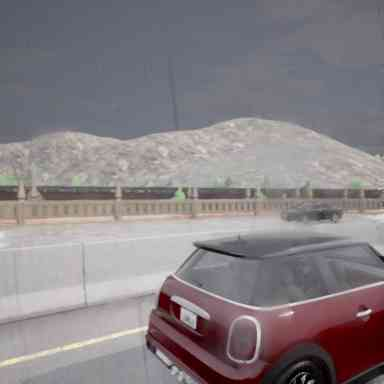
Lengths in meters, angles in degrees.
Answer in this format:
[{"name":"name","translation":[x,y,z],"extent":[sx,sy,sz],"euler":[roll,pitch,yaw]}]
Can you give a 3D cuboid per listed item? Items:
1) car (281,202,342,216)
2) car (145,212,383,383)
[{"name":"car","translation":[8.800,1.492,24.444],"extent":[4.892,1.490,1.837],"euler":[0,0,-23]},{"name":"car","translation":[1.736,1.348,4.666],"extent":[4.553,1.767,2.097],"euler":[0,0,-33]}]
